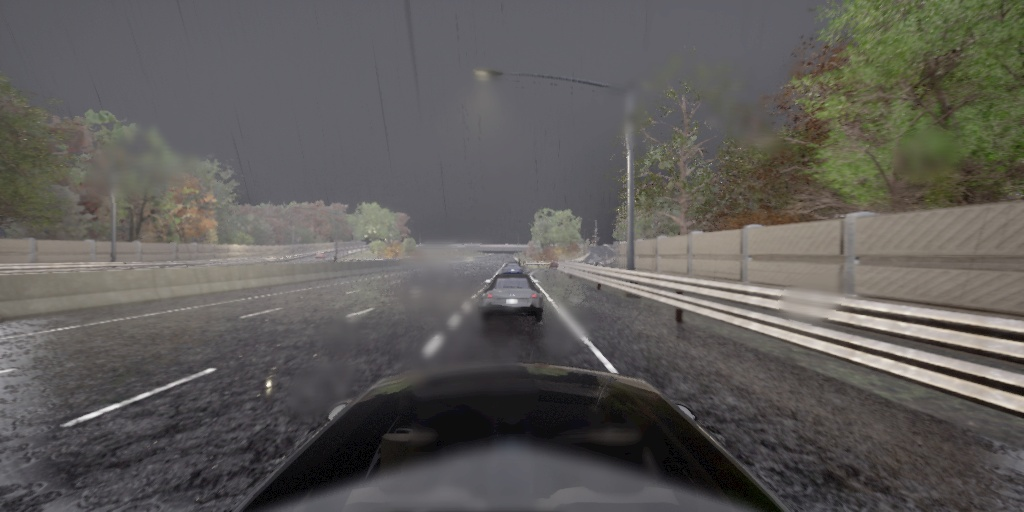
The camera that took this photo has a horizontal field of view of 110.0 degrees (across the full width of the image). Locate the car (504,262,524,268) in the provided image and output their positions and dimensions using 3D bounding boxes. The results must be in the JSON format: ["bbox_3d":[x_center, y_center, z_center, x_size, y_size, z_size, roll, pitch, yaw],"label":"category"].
[{"bbox_3d":[0.184,1.268,35.148,1.994,1.385,4.181,0,0,3],"label":"car"}]

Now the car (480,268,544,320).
[{"bbox_3d":[0.002,1.298,12.501,1.994,1.385,4.181,0,0,0],"label":"car"}]
